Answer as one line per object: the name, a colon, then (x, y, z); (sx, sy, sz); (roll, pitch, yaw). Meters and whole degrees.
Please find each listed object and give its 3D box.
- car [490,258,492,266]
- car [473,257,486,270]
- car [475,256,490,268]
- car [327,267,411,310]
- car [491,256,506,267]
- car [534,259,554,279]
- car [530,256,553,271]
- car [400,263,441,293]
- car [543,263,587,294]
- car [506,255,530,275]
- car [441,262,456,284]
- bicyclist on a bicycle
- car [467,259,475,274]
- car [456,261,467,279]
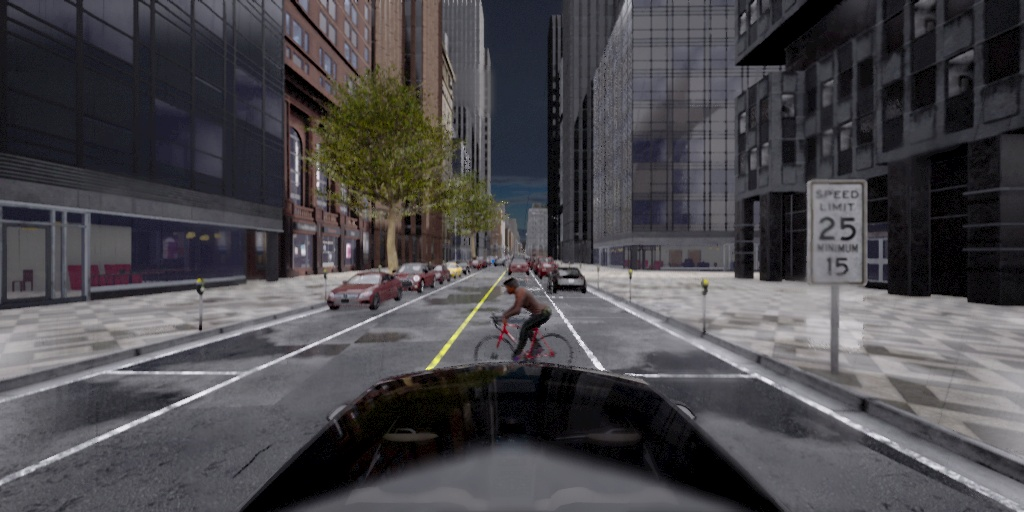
car: (-4.860, 1.190, 59.430); (1.948, 1.339, 4.313); (0, 0, 1)
car: (-5.059, 1.187, 48.152); (1.888, 1.381, 4.507); (0, 0, 1)
car: (-4.960, 0.948, 53.791); (2.192, 1.841, 5.009); (0, 0, 1)
car: (-5.658, 1.292, 14.322); (1.802, 1.307, 4.207); (0, 0, 1)
car: (-2.058, 1.128, 60.306); (1.837, 1.490, 4.892); (0, 0, 1)
car: (3.165, 1.215, 31.080); (1.888, 1.381, 4.507); (0, 0, 1)
car: (3.265, 0.975, 36.718); (2.192, 1.841, 5.009); (0, 0, 1)
car: (-5.559, 1.135, 19.959); (1.967, 1.591, 4.097); (0, 0, 1)
car: (2.966, 1.261, 19.804); (1.948, 1.339, 4.313); (0, 0, 1)
car: (0.701, 1.011, 37.043); (2.097, 1.767, 4.553); (0, 0, 1)
car: (-5.458, 1.264, 25.598); (1.802, 1.307, 4.207); (0, 0, 1)
bicyclist on a bicycle: (0.174, 1.189, 5.965); (1.656, 1.620, 0.582); (-2, 0, 1)
car: (-5.259, 1.225, 36.875); (1.948, 1.339, 4.313); (0, 0, 1)
car: (-5.361, 1.195, 31.066); (1.751, 1.417, 4.829); (0, 0, 1)
